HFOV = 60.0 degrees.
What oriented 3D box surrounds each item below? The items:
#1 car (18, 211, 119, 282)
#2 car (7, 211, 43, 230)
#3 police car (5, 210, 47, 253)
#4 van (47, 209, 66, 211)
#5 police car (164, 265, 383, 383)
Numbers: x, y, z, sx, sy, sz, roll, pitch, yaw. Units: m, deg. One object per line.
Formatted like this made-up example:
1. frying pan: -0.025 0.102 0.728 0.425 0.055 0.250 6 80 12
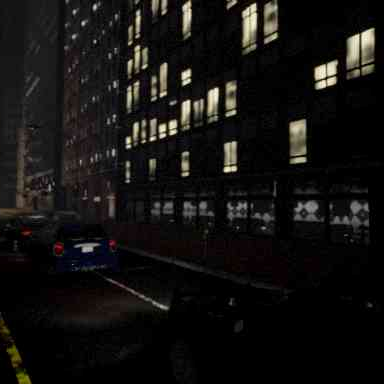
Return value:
1. car: -4.241 1.709 11.300 2.097 1.767 4.553 2 -3 -36
2. car: -14.354 2.364 28.415 2.008 1.369 4.403 3 -3 -36
3. police car: -7.827 1.908 16.280 1.930 1.638 5.238 2 -3 -36
4. van: -7.710 1.930 19.195 1.690 1.788 3.998 3 -3 -36
5. police car: 1.516 1.581 3.296 1.930 1.638 5.238 2 -3 -36
